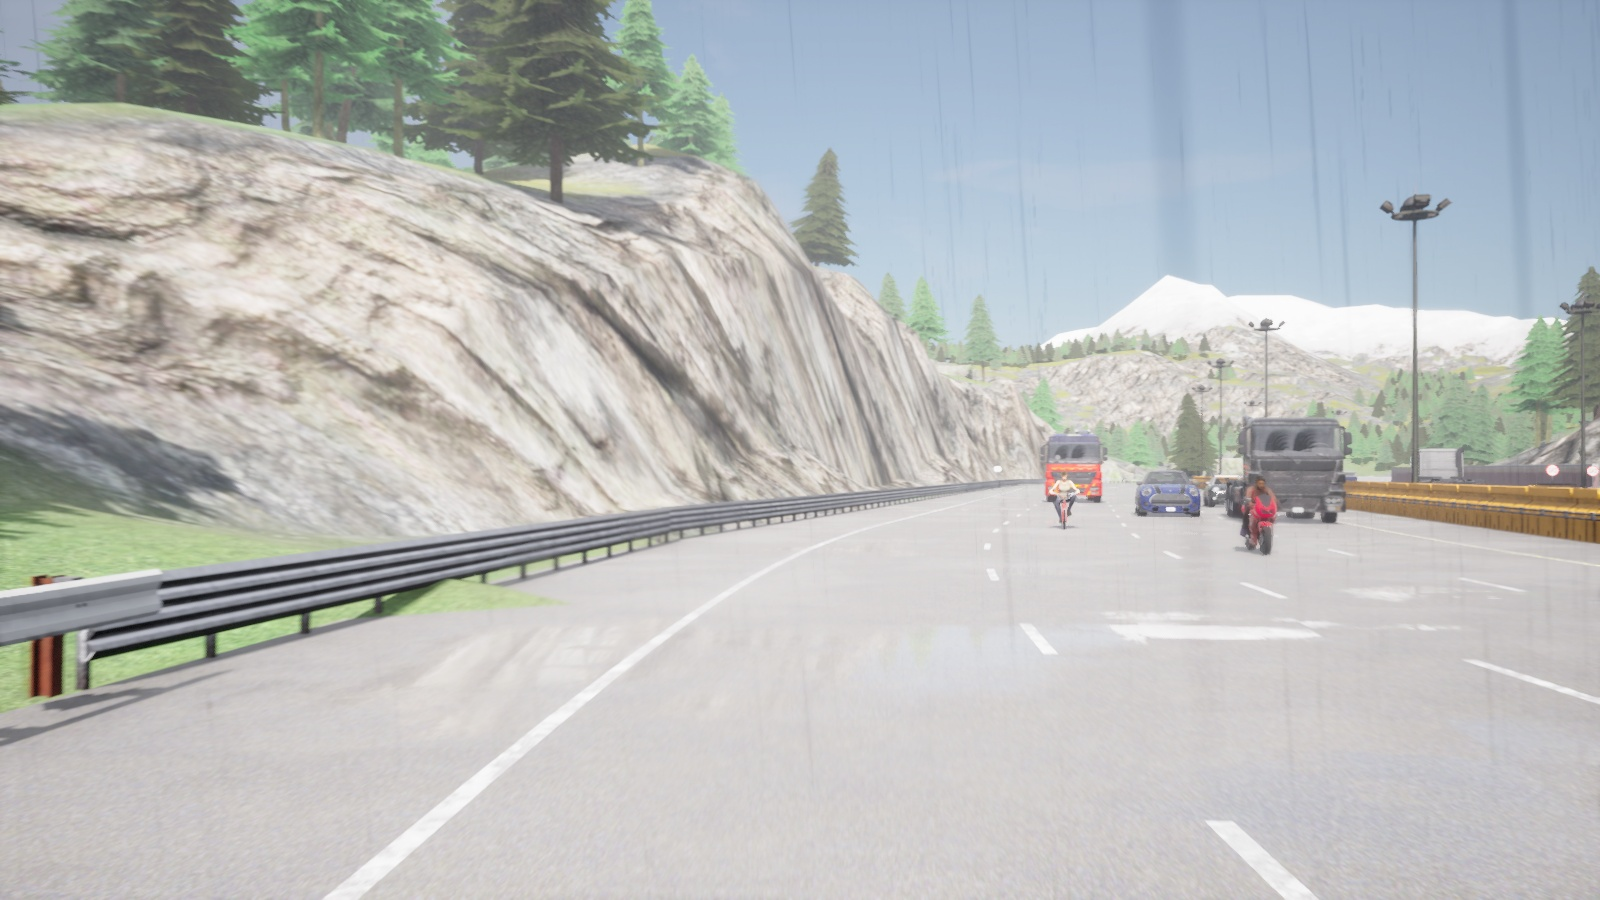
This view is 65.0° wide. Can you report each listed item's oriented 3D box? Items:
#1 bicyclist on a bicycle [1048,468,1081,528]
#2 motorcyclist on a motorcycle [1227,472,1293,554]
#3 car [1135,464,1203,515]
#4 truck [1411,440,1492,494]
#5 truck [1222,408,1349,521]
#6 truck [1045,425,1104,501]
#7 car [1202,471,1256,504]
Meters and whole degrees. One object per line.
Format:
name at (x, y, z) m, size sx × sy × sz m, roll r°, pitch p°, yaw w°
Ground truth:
bicyclist on a bicycle at (7.290, 1.315, 34.581) m, size 0.866 × 1.612 × 1.509 m, roll 0°, pitch -1°, yaw 12°
motorcyclist on a motorcycle at (8.932, 1.189, 24.456) m, size 0.797 × 1.523 × 2.044 m, roll 1°, pitch -1°, yaw 9°
car at (13.396, 1.412, 45.774) m, size 2.097 × 1.767 × 4.553 m, roll 0°, pitch -1°, yaw 13°
truck at (43.869, 1.169, 84.827) m, size 2.891 × 3.462 × 7.936 m, roll 0°, pitch -1°, yaw 13°
truck at (16.268, 0.515, 42.659) m, size 2.891 × 3.462 × 7.936 m, roll 0°, pitch -1°, yaw 13°
truck at (14.805, 0.751, 67.614) m, size 2.891 × 3.827 × 8.468 m, roll 0°, pitch -1°, yaw 13°
car at (19.845, 1.715, 58.203) m, size 1.970 × 1.475 × 3.806 m, roll 0°, pitch -1°, yaw 13°
